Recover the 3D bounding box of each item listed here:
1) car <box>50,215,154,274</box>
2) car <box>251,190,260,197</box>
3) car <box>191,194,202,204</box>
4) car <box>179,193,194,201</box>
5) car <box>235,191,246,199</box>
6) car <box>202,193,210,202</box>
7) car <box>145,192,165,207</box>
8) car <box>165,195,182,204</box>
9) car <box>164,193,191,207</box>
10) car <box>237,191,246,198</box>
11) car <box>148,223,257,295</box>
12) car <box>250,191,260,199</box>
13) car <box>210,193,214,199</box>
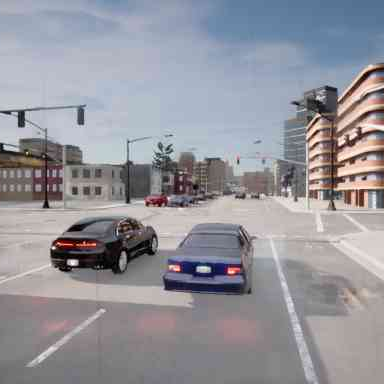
[{"bbox_3d":[-2.513,1.505,10.645,1.837,1.490,4.892,0,0,11],"label":"car"},{"bbox_3d":[16.320,0.464,85.594,2.097,1.767,4.553,0,1,11],"label":"car"},{"bbox_3d":[-0.204,1.235,56.341,2.128,1.511,4.902,0,1,11],"label":"car"},{"bbox_3d":[-1.152,1.073,69.237,2.033,1.411,5.357,0,1,11],"label":"car"},{"bbox_3d":[11.072,0.902,77.014,1.994,1.385,4.181,0,1,11],"label":"car"},{"bbox_3d":[1.747,1.119,65.991,2.033,1.411,5.357,0,1,12],"label":"car"},{"bbox_3d":[-5.169,1.080,49.305,2.150,2.045,5.566,0,1,11],"label":"car"},{"bbox_3d":[-3.270,1.238,58.863,1.812,1.442,4.674,0,1,12],"label":"car"},{"bbox_3d":[-1.961,1.223,47.430,2.097,1.767,4.553,0,1,11],"label":"car"},{"bbox_3d":[12.964,0.552,86.667,2.097,1.767,4.553,0,1,11],"label":"car"},{"bbox_3d":[0.705,1.547,8.902,2.033,1.411,5.357,0,0,11],"label":"car"},{"bbox_3d":[14.320,0.881,75.389,2.128,1.511,4.902,0,1,11],"label":"car"},{"bbox_3d":[3.786,0.862,76.232,1.882,1.535,5.008,0,1,11],"label":"car"}]
